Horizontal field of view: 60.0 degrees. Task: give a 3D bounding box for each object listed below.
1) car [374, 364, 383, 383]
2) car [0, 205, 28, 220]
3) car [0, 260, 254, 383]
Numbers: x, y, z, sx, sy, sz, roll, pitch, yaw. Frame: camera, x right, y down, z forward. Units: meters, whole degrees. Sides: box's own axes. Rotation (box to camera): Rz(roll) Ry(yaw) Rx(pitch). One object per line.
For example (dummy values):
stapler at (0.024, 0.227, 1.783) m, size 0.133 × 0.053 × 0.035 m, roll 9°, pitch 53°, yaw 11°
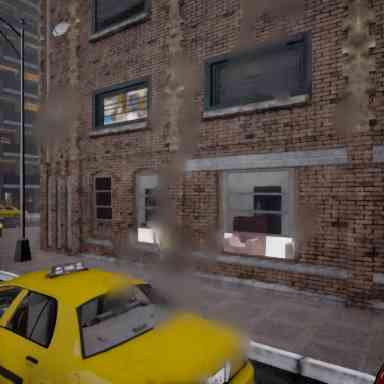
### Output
car at (3.083, 1.315, 0.678) m, size 5.009 × 1.841 × 2.192 m, roll 0°, pitch 0°, yaw 36°
car at (-17.415, 1.837, 29.982) m, size 1.752 × 1.417 × 4.829 m, roll -1°, pitch -2°, yaw 35°
car at (-1.681, 1.525, 4.077) m, size 4.829 × 1.417 × 1.752 m, roll 0°, pitch 0°, yaw 36°
